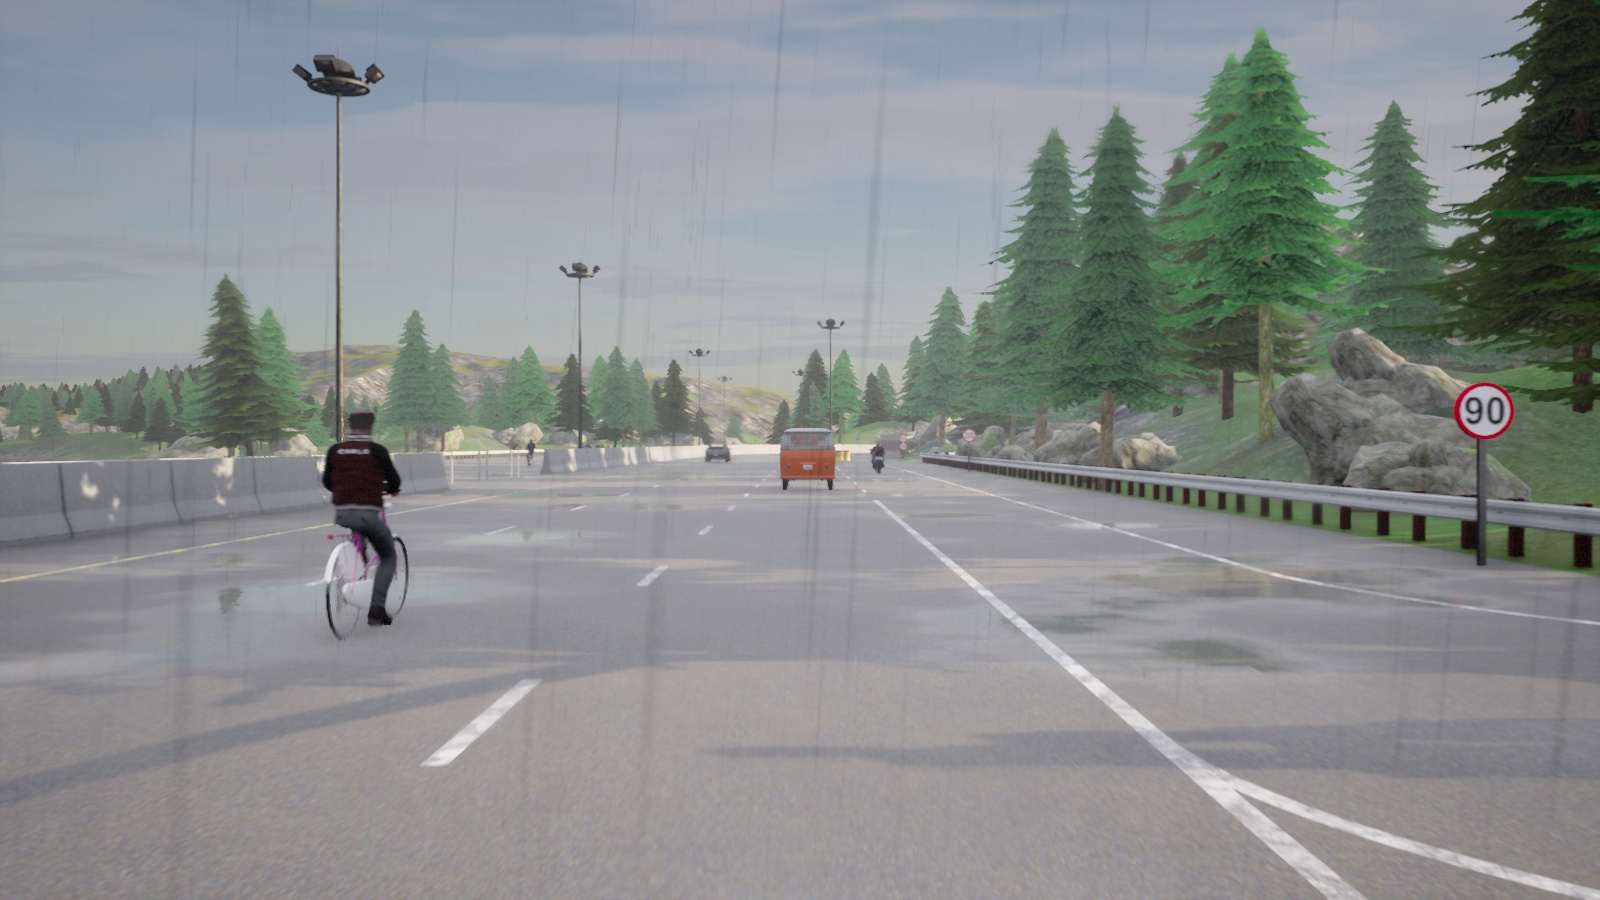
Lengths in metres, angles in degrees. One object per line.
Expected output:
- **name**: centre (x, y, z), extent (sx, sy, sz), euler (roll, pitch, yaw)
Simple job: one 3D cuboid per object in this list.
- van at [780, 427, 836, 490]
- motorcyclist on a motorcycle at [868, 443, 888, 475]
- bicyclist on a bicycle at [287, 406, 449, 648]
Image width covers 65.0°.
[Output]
- **van**: centre (0.256, 0.263, 41.736), extent (1.775, 1.987, 4.442), euler (0, 0, 0)
- **motorcyclist on a motorcycle**: centre (3.876, 0.433, 62.392), extent (0.866, 1.530, 2.191), euler (0, 0, 0)
- **bicyclist on a bicycle**: centre (-3.426, 0.557, 10.136), extent (0.659, 1.776, 1.843), euler (0, 0, 0)
